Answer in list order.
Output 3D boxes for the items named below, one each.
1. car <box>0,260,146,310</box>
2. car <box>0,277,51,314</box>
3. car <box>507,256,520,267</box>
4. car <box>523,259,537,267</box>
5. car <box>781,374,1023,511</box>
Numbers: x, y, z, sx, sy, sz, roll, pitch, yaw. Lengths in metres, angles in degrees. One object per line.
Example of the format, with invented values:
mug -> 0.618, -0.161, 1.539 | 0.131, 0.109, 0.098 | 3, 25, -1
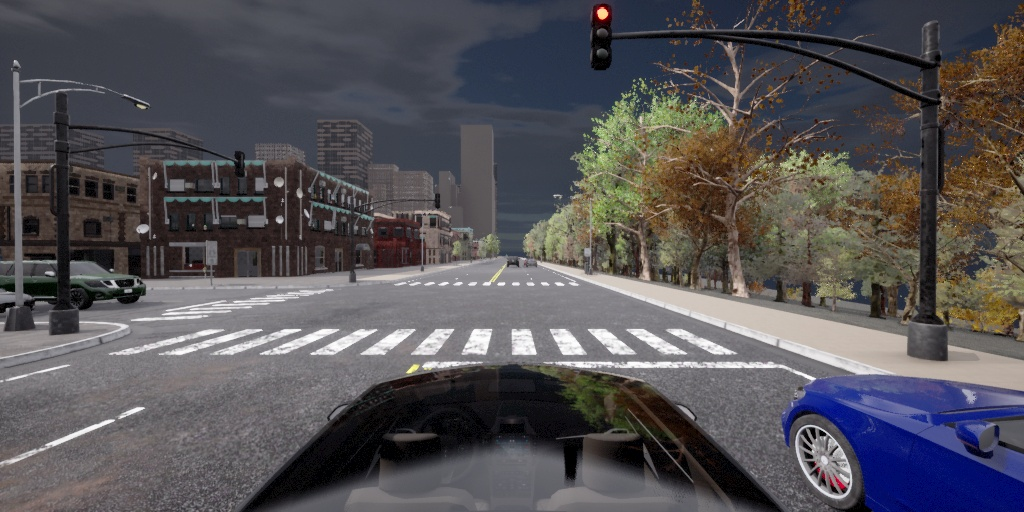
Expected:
car -> -19.311, 1.186, 15.475 | 5.566, 2.045, 2.150 | -1, 1, 0
car -> -19.926, 1.565, 12.773 | 4.313, 1.339, 1.948 | 0, 0, 0
car -> 0.219, 0.948, 63.715 | 2.150, 2.045, 5.566 | 0, 0, 1
car -> 3.472, 1.218, 63.875 | 2.128, 1.511, 4.902 | 0, 0, 0
car -> 3.346, 1.276, 1.331 | 1.812, 1.442, 4.674 | 0, 0, 2
